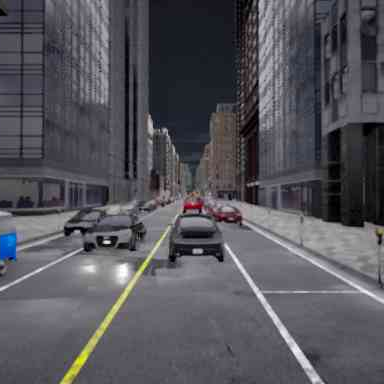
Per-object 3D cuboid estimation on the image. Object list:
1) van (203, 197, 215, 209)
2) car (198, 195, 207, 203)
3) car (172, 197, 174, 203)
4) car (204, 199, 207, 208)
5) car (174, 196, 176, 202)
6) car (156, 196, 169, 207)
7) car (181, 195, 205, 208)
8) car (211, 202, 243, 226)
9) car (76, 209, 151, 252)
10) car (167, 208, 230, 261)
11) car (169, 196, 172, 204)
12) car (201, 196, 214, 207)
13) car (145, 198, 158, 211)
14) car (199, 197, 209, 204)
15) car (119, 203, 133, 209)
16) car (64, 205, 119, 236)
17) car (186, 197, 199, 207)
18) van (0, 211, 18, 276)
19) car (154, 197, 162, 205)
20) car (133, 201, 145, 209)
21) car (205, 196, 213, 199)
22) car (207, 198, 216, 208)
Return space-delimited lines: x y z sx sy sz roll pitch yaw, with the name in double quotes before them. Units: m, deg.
"van" 2.674 1.659 52.911 1.690 1.788 3.998 1 0 0
"car" 2.672 1.849 86.656 2.192 1.841 5.009 1 0 0
"car" -5.853 1.777 75.415 2.192 1.841 5.009 1 0 0
"car" 2.673 1.760 36.037 1.887 1.381 4.507 1 0 0
"car" -5.856 2.059 86.493 1.752 1.417 4.829 1 0 0
"car" -5.852 1.669 58.542 2.192 1.841 5.009 1 0 0
"car" 0.095 1.461 40.149 2.150 2.045 5.566 0 0 0
"car" 2.674 1.692 24.788 1.887 1.381 4.507 1 0 0
"car" -3.101 1.648 14.090 1.994 1.385 4.181 0 0 0
"car" 0.118 1.580 12.607 1.837 1.490 4.892 0 0 -1
"car" -5.855 1.970 69.789 1.887 1.381 4.507 1 0 0
"car" 2.674 1.668 58.535 2.192 1.841 5.009 1 0 0
"car" -5.853 1.815 41.667 1.947 1.339 4.313 1 0 0
"car" 2.672 1.901 75.407 1.967 1.590 4.097 1 0 0
"car" -5.851 1.673 24.625 1.752 1.417 4.829 1 0 0
"car" -5.851 1.681 19.169 1.947 1.339 4.313 1 0 0
"car" 0.095 1.708 58.910 2.097 1.767 4.553 0 0 0
"van" -5.848 1.389 7.922 1.690 1.788 3.998 1 0 0
"car" -5.853 1.829 47.292 1.887 1.381 4.507 1 0 0
"car" -5.852 1.733 30.419 2.008 1.369 4.403 1 0 0
"car" 2.673 1.723 47.286 1.967 1.590 4.097 1 0 0
"car" 2.675 1.621 30.413 1.967 1.590 4.097 1 0 0
